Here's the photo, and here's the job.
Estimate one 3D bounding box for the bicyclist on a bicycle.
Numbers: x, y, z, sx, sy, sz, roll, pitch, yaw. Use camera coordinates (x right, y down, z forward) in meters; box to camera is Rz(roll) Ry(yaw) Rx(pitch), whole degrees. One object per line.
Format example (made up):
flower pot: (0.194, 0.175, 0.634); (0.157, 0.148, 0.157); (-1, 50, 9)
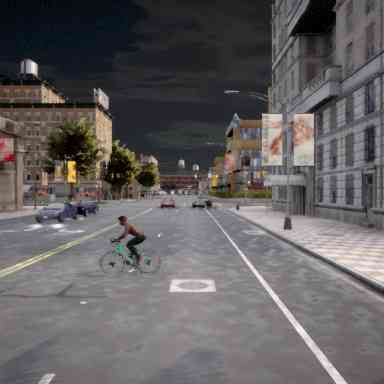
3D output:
bicyclist on a bicycle: (-1.689, 1.455, 8.996); (1.656, 1.620, 0.582); (-2, 0, 0)

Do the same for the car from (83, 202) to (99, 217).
car: (-10.488, 1.601, 31.960); (1.895, 1.301, 4.718); (0, 0, 0)

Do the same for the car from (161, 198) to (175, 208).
car: (-3.482, 1.564, 48.301); (1.994, 1.385, 4.181); (0, 0, -2)

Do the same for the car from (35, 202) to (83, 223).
car: (-10.400, 1.525, 25.947); (1.812, 1.442, 4.674); (0, 0, 0)

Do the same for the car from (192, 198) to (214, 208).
car: (1.610, 1.564, 47.797); (1.994, 1.385, 4.181); (0, 0, 24)
